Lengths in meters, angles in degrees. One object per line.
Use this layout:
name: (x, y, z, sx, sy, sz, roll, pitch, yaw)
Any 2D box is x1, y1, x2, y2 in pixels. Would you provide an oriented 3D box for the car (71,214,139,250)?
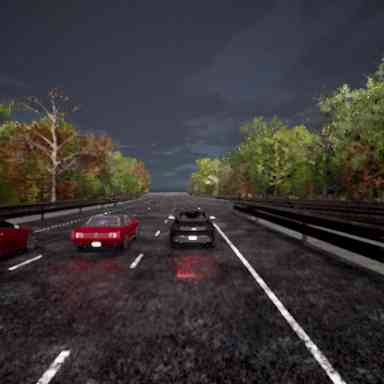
car: (-3.486, 1.606, 14.305, 1.895, 1.301, 4.718, 0, 0, -1)

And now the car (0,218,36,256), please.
car: (-6.957, 1.530, 10.990, 1.812, 1.442, 4.674, 0, 0, 0)

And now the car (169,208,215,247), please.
car: (0.003, 1.510, 15.156, 1.837, 1.490, 4.892, 0, 0, -1)
